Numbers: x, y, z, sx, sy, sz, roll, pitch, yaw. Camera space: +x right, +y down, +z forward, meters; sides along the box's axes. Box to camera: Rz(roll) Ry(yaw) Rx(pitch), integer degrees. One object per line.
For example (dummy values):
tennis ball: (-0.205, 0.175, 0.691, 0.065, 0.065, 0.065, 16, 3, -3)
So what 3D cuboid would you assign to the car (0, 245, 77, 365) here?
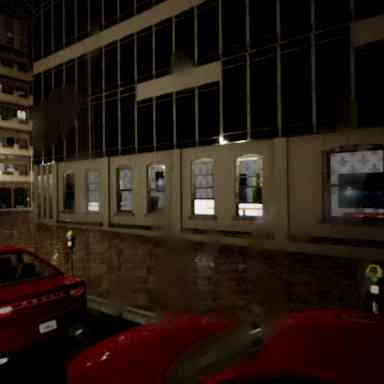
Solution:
car: (-3.612, 1.546, 5.454, 4.507, 1.381, 1.887, 0, -1, 35)

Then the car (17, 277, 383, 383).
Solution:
car: (0.964, 1.545, 2.197, 4.507, 1.381, 1.887, 0, -1, 35)
